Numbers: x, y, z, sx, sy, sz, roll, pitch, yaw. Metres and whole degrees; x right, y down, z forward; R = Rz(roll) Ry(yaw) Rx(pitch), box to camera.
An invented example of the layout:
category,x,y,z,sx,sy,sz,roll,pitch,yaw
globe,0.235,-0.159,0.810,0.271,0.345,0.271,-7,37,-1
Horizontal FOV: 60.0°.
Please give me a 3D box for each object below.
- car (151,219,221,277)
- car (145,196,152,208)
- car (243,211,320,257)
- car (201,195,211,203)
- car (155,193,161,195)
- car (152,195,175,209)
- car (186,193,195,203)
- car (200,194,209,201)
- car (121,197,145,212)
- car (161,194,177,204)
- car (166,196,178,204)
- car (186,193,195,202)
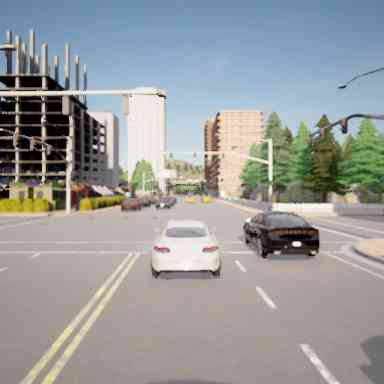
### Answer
category,x,y,z,sx,sy,sz,roll,pitch,yaw
car,-0.188,1.535,10.132,1.812,1.442,4.674,0,0,-1
car,-7.351,1.532,49.819,1.882,1.535,5.008,0,0,0
car,3.251,1.483,12.940,1.882,1.535,5.008,0,0,-1
car,3.144,1.527,72.989,1.882,1.535,5.008,0,0,0
car,-7.346,1.297,70.471,2.150,2.045,5.566,0,0,0
car,-3.838,1.536,45.315,2.128,1.511,4.902,0,0,0
car,-0.351,1.540,71.739,1.882,1.535,5.008,0,0,0
car,3.104,1.370,82.562,1.882,1.535,5.008,0,0,0
car,-7.323,1.524,40.469,1.882,1.535,5.008,0,0,0
car,-3.859,1.544,54.447,2.128,1.511,4.902,0,0,0
car,-3.826,1.609,64.896,2.033,1.411,5.357,0,0,0
car,-0.397,1.296,82.780,2.150,2.045,5.566,0,0,0
